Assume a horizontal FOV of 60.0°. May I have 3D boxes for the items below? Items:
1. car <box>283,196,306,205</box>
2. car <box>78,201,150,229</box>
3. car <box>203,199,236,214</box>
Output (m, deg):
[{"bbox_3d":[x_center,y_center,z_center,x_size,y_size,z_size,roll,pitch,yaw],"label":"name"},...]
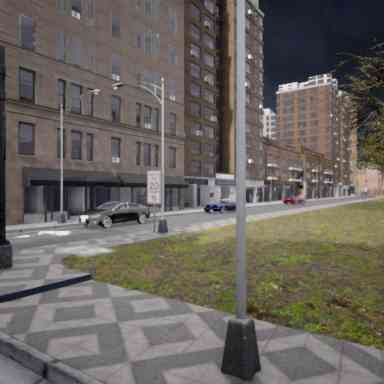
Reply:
[{"bbox_3d":[14.613,1.207,47.562,1.895,1.301,4.718,0,0,36],"label":"car"},{"bbox_3d":[-4.699,1.328,20.725,2.128,1.511,4.902,0,0,36],"label":"car"},{"bbox_3d":[3.012,1.338,31.502,1.895,1.301,4.718,0,0,36],"label":"car"}]
